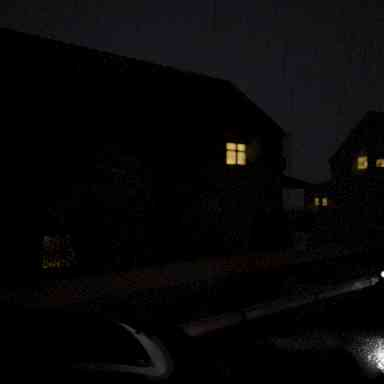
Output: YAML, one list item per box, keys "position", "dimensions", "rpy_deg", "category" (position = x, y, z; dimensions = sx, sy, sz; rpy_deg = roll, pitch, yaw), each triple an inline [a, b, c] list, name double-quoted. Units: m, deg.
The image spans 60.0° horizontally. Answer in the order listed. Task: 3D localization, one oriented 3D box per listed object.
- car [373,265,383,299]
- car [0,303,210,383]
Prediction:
- position: [5.757, 1.601, 6.628]
  dimensions: [4.718, 1.301, 1.895]
  rpy_deg: [0, 0, -31]
  category: "car"
- position: [-2.028, 1.506, 1.422]
  dimensions: [4.892, 1.490, 1.837]
  rpy_deg: [0, 0, -35]
  category: "car"
